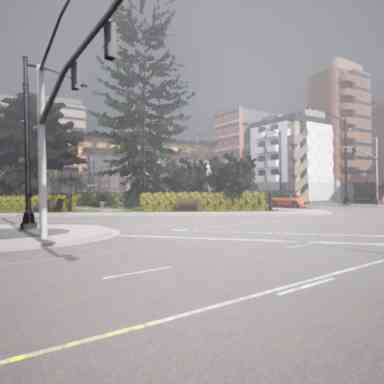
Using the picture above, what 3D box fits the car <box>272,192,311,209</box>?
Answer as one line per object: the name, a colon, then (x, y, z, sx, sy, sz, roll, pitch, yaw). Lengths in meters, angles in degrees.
car: (11.237, 0.930, 37.967, 2.097, 1.767, 4.553, -1, 1, -35)
